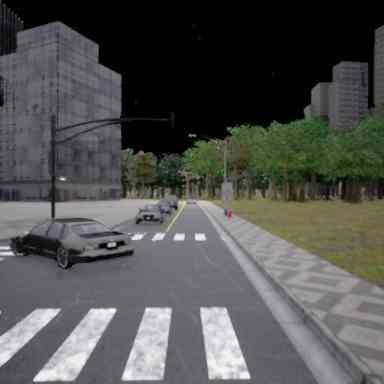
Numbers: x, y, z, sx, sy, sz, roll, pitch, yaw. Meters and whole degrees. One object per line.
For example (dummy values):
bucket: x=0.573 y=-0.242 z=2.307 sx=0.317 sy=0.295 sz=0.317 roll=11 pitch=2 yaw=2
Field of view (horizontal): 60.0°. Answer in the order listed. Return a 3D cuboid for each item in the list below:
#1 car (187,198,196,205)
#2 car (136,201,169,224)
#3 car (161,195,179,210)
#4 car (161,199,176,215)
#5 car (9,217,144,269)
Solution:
car: x=-0.105 y=1.857 z=65.080 sx=1.895 sy=1.301 sz=4.718 roll=0 pitch=0 yaw=0
car: x=-3.102 y=1.674 z=25.551 sx=1.994 sy=1.385 sz=4.181 roll=0 pitch=0 yaw=0
car: x=-3.047 y=1.413 z=46.175 sx=2.150 sy=2.045 sz=5.566 roll=0 pitch=0 yaw=0
car: x=-3.089 y=1.714 z=35.467 sx=1.994 sy=1.385 sz=4.181 roll=0 pitch=0 yaw=0
car: x=-4.284 y=1.602 z=11.385 sx=5.357 sy=1.411 sz=2.033 roll=0 pitch=0 yaw=40
